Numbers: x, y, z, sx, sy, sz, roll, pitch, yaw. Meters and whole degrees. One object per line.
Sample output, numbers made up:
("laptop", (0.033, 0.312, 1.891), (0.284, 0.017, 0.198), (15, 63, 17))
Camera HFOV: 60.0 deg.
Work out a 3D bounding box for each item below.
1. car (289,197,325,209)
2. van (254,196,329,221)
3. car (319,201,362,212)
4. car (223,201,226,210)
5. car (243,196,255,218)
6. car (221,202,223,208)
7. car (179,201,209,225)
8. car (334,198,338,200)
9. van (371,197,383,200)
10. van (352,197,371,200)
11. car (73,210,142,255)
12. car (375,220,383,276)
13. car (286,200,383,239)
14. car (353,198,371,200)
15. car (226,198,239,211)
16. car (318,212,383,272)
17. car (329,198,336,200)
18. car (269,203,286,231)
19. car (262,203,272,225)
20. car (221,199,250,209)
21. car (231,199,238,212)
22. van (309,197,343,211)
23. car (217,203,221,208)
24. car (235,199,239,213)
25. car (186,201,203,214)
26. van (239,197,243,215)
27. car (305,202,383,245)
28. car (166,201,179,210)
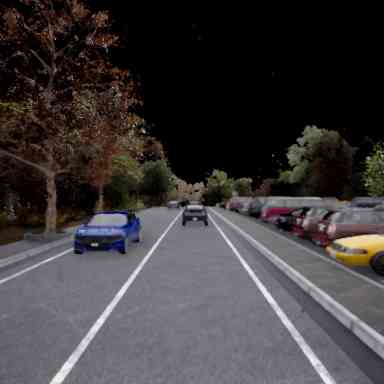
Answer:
("car", (20.517, 1.979, 59.575), (5.566, 2.045, 2.435), (0, -2, 0))
("van", (7.055, 1.357, 23.820), (4.442, 1.987, 1.878), (0, 0, 0))
("car", (20.393, 1.954, 45.851), (5.008, 1.535, 2.097), (0, -1, 0))
("car", (7.340, 2.051, 48.780), (4.674, 1.452, 2.002), (0, -1, 0))
("car", (7.218, 1.341, 26.596), (5.566, 2.045, 2.435), (0, 0, 0))
("car", (7.385, 2.095, 51.555), (4.792, 1.488, 2.163), (0, -1, 0))
("car", (0.225, 1.662, 25.693), (1.837, 1.490, 4.892), (0, -1, 0))
("car", (20.355, 1.844, 40.186), (4.892, 1.521, 2.231), (0, -1, 0))
("van", (20.188, 1.455, 31.883), (4.442, 1.987, 1.878), (0, -1, 0))
("van", (20.459, 1.563, 37.420), (4.442, 1.987, 1.878), (0, -1, 0))
("car", (-3.285, 1.532, 13.785), (1.882, 1.535, 5.008), (0, 0, 0))
("car", (7.055, 1.526, 7.162), (4.892, 1.521, 2.231), (0, 0, 0))
("car", (7.085, 1.428, 15.491), (4.553, 1.767, 2.185), (0, 0, 0))
("car", (20.139, 1.732, 34.647), (5.366, 1.575, 1.946), (0, -1, 0))
("car", (7.306, 1.902, 43.229), (5.008, 1.535, 2.097), (0, -1, 0))
("car", (6.894, 1.532, 9.939), (5.366, 1.575, 1.946), (0, 0, 0))
("car", (20.374, 1.897, 42.955), (5.008, 1.535, 2.097), (0, -1, 0))
("car", (7.129, 1.563, 18.267), (5.008, 1.535, 2.097), (0, 0, 0))
("car", (7.156, 1.613, 21.043), (4.674, 1.452, 2.002), (0, 0, 0))
("car", (7.424, 2.051, 57.105), (4.553, 1.767, 2.185), (0, -1, 0))
("car", (7.234, 1.824, 37.679), (4.792, 1.488, 2.163), (0, -1, 0))
("van", (20.551, 1.834, 51.268), (4.442, 1.987, 1.878), (0, -1, 0))
("car", (7.346, 1.868, 54.337), (5.566, 2.045, 2.435), (0, -1, 0))
("car", (7.248, 1.780, 34.901), (4.674, 1.452, 2.002), (0, -1, 0))
("car", (0.324, 1.898, 42.685), (2.128, 1.511, 4.902), (0, -1, 0))
("van", (7.110, 1.460, 32.132), (4.442, 1.987, 1.878), (0, -1, 0))
("car", (7.067, 1.419, 12.715), (4.553, 1.767, 2.185), (0, 0, 0))
("car", (-3.022, 2.170, 54.497), (1.812, 1.442, 4.674), (0, -1, 1))
